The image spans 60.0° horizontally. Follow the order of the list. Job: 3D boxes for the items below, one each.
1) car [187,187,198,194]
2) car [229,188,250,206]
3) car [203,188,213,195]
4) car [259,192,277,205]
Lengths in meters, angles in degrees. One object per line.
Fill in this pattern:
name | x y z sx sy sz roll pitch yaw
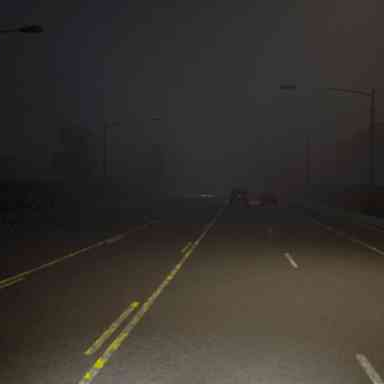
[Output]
car | 0.194 -0.332 75.435 1.882 1.535 5.008 1 2 8
car | 5.657 0.533 39.742 2.150 2.045 5.566 1 2 9
car | 3.657 -0.235 74.936 2.128 1.511 4.902 1 2 8
car | 9.406 0.789 41.105 1.882 1.535 5.008 1 1 9
